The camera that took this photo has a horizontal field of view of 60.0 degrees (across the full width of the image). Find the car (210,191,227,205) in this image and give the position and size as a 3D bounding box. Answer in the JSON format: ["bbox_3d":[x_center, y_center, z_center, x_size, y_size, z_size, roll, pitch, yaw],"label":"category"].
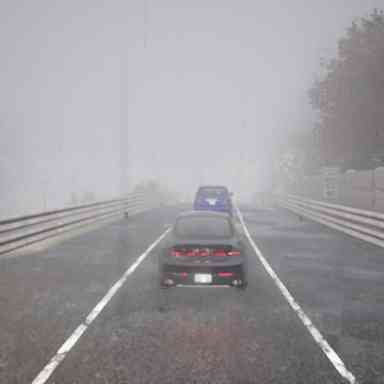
[{"bbox_3d":[3.110,0.630,38.026,1.812,1.442,4.674,0,0,6],"label":"car"}]

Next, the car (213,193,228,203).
[{"bbox_3d":[4.019,0.791,46.103,1.895,1.301,4.718,0,-1,7],"label":"car"}]

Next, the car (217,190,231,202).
[{"bbox_3d":[5.671,0.764,58.267,2.150,2.045,5.566,0,-2,9],"label":"car"}]

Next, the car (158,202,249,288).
[{"bbox_3d":[0.289,1.228,8.424,1.837,1.490,4.892,0,2,2],"label":"car"}]

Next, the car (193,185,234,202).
[{"bbox_3d":[1.302,0.576,19.939,2.150,2.045,5.566,0,2,6],"label":"car"}]
